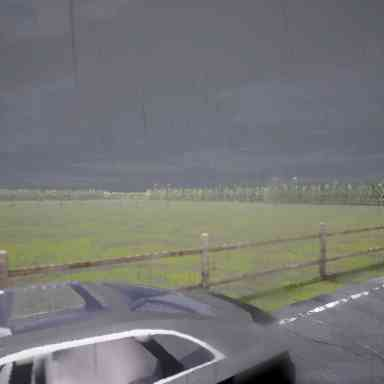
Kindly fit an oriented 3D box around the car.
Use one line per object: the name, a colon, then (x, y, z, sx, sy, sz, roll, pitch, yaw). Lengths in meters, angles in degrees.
car: (-1.396, 1.492, 2.078, 4.902, 1.511, 2.128, 0, 0, -35)
